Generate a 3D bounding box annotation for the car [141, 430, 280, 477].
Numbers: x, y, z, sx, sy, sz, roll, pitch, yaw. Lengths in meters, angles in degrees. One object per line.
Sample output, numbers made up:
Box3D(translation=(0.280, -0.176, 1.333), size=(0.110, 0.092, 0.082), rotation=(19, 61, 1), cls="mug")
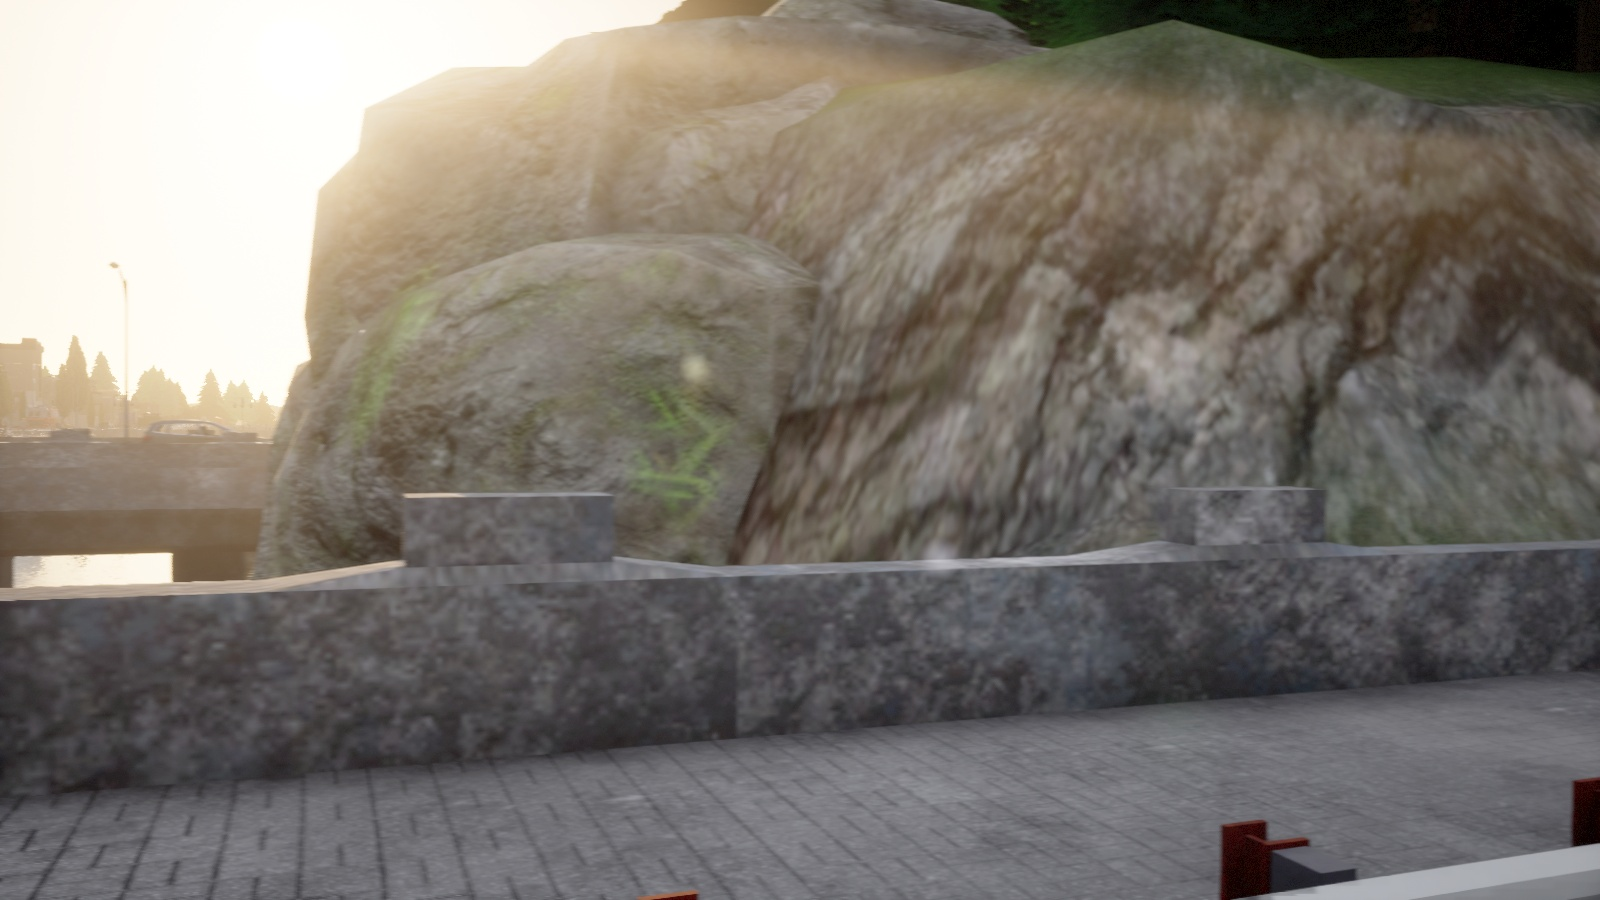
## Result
Box3D(translation=(-22.513, 0.102, 48.173), size=(4.611, 1.667, 2.242), rotation=(-1, 1, -21), cls="car")
